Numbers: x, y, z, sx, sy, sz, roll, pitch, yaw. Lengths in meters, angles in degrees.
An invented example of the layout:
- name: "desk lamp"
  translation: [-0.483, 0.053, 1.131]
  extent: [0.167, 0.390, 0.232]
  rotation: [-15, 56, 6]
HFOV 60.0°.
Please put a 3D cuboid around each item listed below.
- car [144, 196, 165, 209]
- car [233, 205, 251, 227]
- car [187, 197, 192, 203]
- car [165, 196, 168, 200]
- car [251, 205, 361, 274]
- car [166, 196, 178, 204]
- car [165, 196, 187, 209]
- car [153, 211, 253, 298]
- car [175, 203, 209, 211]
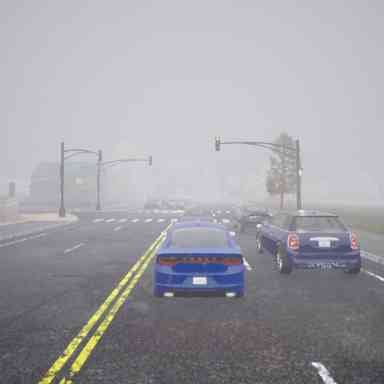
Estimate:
- name: "car"
  translation: [-5.390, 1.576, 46.255]
  extent: [1.837, 1.490, 4.892]
  rotation: [0, 0, 3]
- name: "car"
  translation: [3.596, 1.520, 19.846]
  extent: [1.837, 1.490, 4.892]
  rotation: [0, 0, 1]
- name: "car"
  translation: [-1.560, 1.656, 56.329]
  extent: [1.994, 1.385, 4.181]
  rotation: [0, 0, 3]
- name: "car"
  translation: [-4.824, 1.448, 56.096]
  extent: [2.097, 1.767, 4.553]
  rotation: [0, 0, 3]
- name: "car"
  translation: [3.439, 1.358, 10.694]
  extent: [2.097, 1.767, 4.553]
  rotation: [0, 0, 1]
- name: "car"
  translation: [-4.012, 1.607, 67.290]
  extent: [1.882, 1.535, 5.008]
  rotation: [0, 0, 5]
- name: "car"
  translation: [-2.133, 1.670, 46.358]
  extent: [1.895, 1.301, 4.718]
  rotation: [0, 0, 3]
- name: "car"
  translation: [0.160, 1.483, 8.598]
  extent: [1.882, 1.535, 5.008]
  rotation: [0, 0, 0]
- name: "car"
  translation: [0.306, 1.562, 18.411]
  extent: [2.033, 1.411, 5.357]
  rotation: [0, 0, 1]
